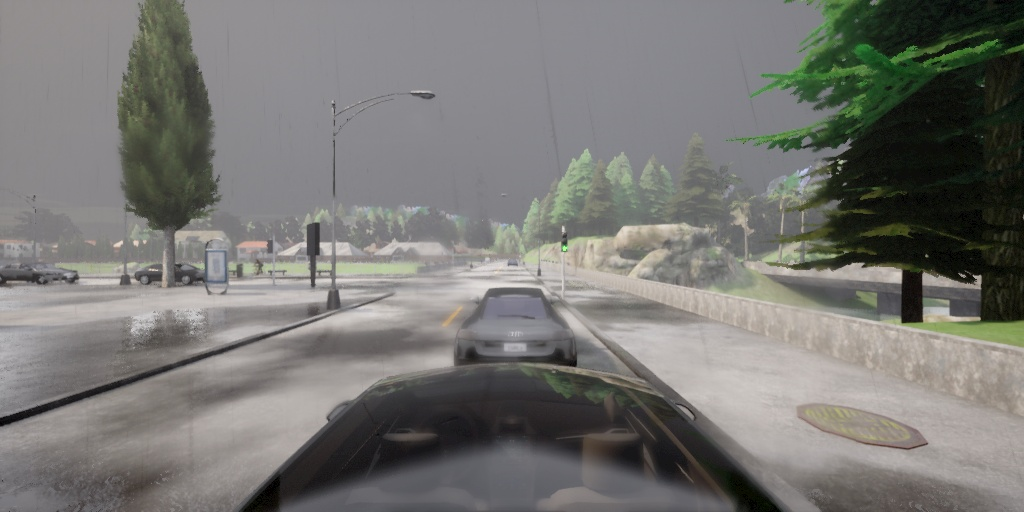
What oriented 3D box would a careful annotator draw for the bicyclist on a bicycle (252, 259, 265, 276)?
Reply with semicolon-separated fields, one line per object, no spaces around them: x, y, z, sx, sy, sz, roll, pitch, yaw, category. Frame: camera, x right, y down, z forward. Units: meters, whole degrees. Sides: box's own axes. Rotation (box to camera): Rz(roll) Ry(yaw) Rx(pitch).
-24.104;1.097;34.095;0.582;1.620;1.656;0;0;0;bicyclist on a bicycle

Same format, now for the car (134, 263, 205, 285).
-24.027;1.253;25.697;4.892;1.490;1.837;0;0;0;car

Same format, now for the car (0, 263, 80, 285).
-34.127;1.240;25.699;4.902;1.511;2.128;0;0;0;car

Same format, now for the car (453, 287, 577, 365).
0.063;1.314;7.277;1.994;1.385;4.181;0;0;0;car
